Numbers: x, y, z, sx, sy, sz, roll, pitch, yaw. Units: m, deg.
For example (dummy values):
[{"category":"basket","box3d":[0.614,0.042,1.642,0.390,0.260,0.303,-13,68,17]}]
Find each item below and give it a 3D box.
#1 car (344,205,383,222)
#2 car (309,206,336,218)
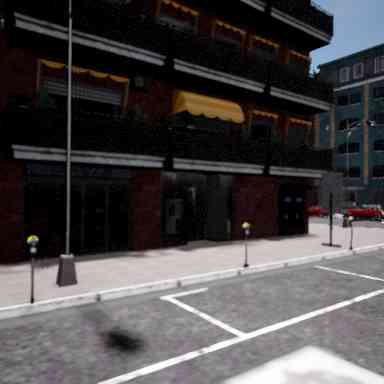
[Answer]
[{"category":"car","box3d":[17.002,1.977,32.469,1.967,1.590,4.097,0,-1,-35]},{"category":"car","box3d":[13.813,2.188,37.008,1.802,1.307,4.206,0,-1,-35]}]
